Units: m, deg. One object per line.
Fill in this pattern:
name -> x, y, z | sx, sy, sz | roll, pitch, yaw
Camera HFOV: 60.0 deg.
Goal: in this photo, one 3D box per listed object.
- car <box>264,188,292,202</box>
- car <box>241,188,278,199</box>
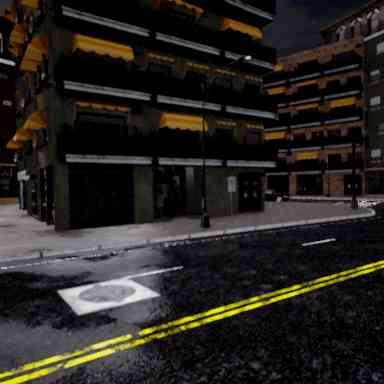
car -> 8.209, 0.402, 34.869 | 4.403, 1.369, 2.008 | 1, 1, 38
car -> 9.081, 0.128, 44.847 | 4.403, 1.369, 2.008 | 1, 1, 38
